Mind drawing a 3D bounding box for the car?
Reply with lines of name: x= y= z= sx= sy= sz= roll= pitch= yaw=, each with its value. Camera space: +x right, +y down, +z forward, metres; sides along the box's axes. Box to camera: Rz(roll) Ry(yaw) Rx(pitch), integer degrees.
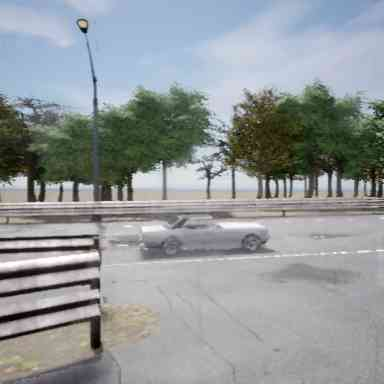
car: x=0.447 y=1.501 z=12.372 sx=4.718 sy=1.301 sz=1.895 roll=-1 pitch=1 yaw=-11
